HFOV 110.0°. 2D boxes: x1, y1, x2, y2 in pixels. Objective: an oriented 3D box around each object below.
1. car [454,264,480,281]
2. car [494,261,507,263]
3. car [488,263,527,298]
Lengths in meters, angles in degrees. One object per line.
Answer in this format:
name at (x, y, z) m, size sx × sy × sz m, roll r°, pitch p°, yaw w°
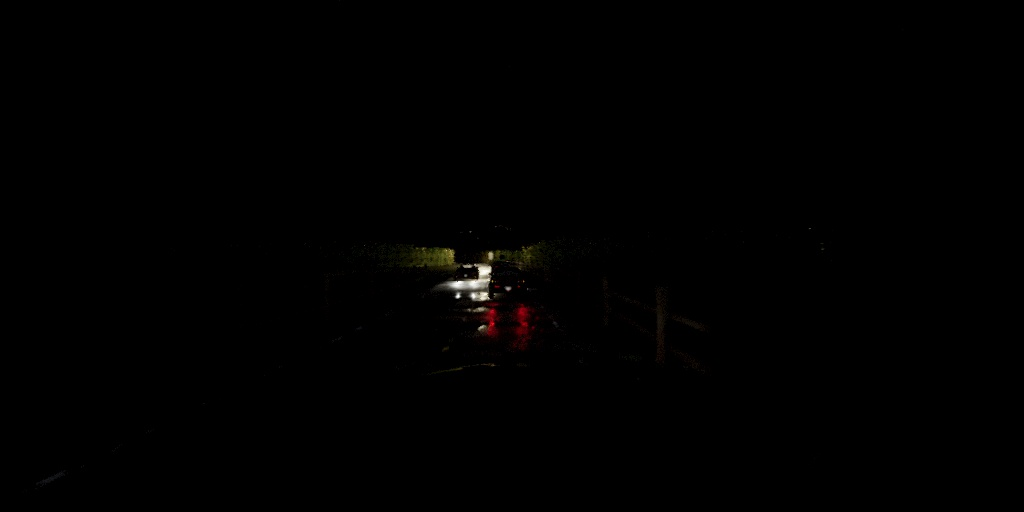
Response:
car at (-3.720, 1.340, 30.032) m, size 1.994 × 1.385 × 4.181 m, roll 0°, pitch 0°, yaw -3°
car at (-1.247, 1.263, 37.588) m, size 1.882 × 1.535 × 5.008 m, roll 0°, pitch 0°, yaw -4°
car at (-0.237, 1.282, 18.449) m, size 1.812 × 1.442 × 4.674 m, roll 0°, pitch 0°, yaw -2°
